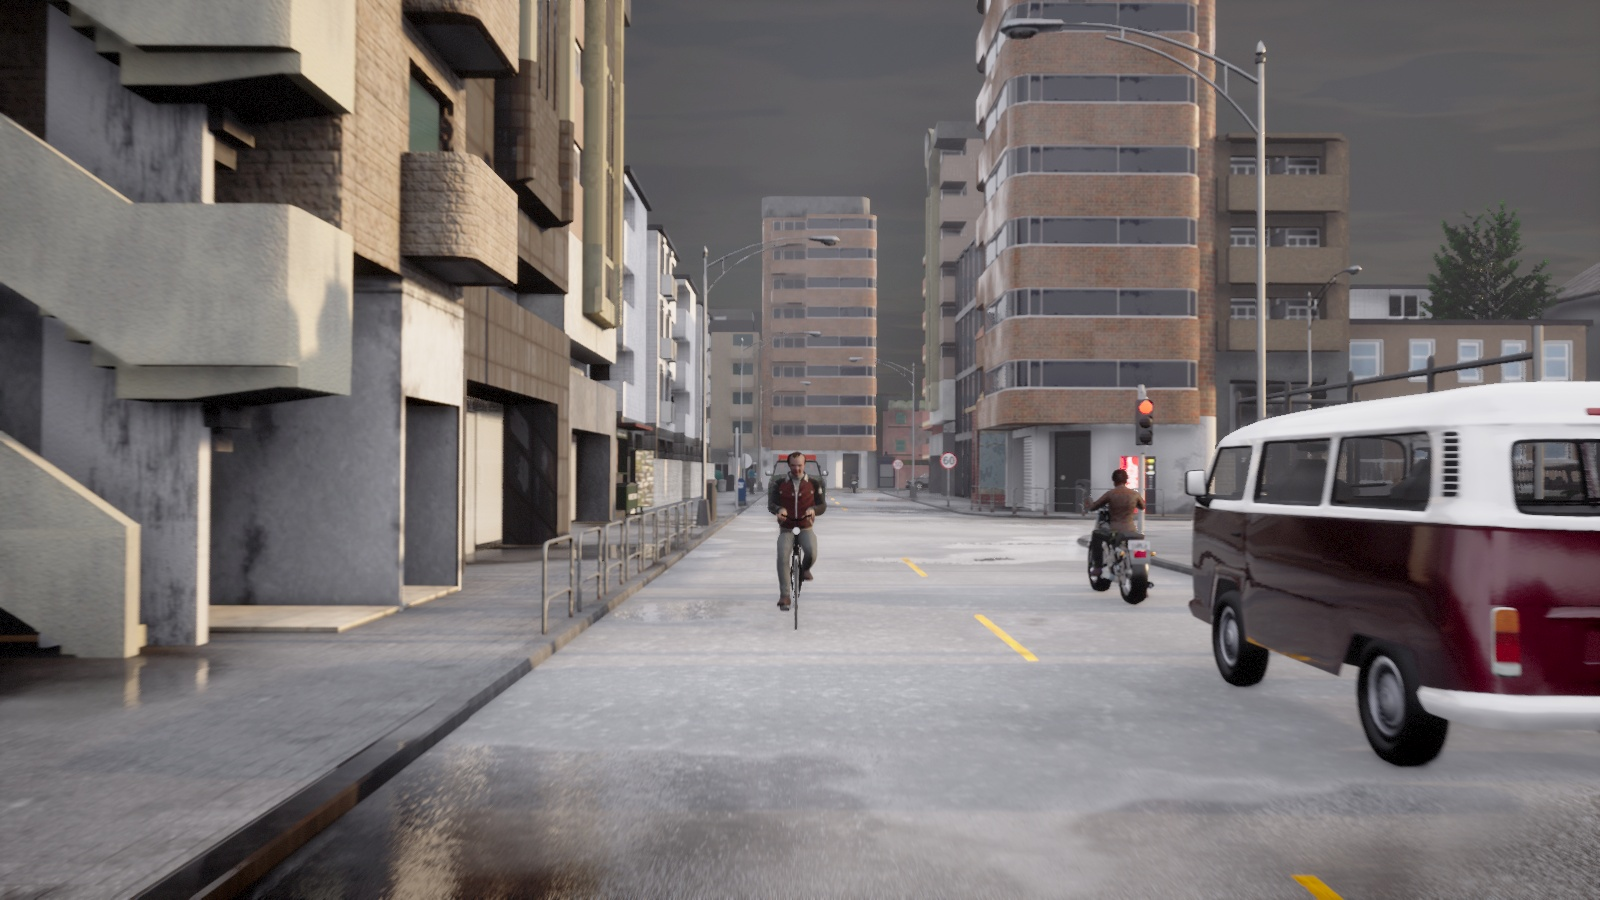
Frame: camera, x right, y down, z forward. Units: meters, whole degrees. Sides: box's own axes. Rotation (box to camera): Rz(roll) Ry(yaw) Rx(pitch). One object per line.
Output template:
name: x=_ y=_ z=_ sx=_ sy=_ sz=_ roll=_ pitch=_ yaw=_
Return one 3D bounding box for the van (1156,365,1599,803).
van: x=3.978 y=0.659 z=8.108 sx=2.069 sy=2.038 sz=4.480 roll=0 pitch=-1 yaw=0

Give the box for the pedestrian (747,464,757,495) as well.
pedestrian: x=-2.992 y=1.865 z=78.919 sx=0.396 sy=1.930 sz=0.692 roll=0 pitch=-1 yaw=-25

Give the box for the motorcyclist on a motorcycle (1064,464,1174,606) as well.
motorcyclist on a motorcycle: x=3.960 y=1.015 z=15.787 sx=0.766 sy=1.649 sz=2.350 roll=0 pitch=-1 yaw=0

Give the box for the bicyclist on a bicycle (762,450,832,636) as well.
bicyclist on a bicycle: x=-0.030 y=0.903 z=12.906 sx=0.659 sy=1.776 sz=1.843 roll=0 pitch=-1 yaw=0

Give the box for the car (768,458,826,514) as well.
car: x=-0.116 y=1.358 z=48.930 sx=2.150 sy=2.045 sz=5.566 roll=0 pitch=-1 yaw=0
